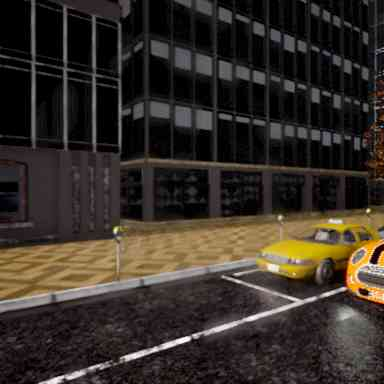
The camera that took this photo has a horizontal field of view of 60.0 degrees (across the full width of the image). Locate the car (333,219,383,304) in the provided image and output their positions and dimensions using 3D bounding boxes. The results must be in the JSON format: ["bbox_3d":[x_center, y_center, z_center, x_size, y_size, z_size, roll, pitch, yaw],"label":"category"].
[{"bbox_3d":[5.370,1.299,7.198,4.553,1.767,2.097,0,0,-35],"label":"car"}]

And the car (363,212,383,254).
[{"bbox_3d":[8.678,1.460,12.730,4.403,1.369,2.008,0,0,-35],"label":"car"}]

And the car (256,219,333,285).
[{"bbox_3d":[3.901,1.473,9.329,4.829,1.417,1.752,0,0,-35],"label":"car"}]
